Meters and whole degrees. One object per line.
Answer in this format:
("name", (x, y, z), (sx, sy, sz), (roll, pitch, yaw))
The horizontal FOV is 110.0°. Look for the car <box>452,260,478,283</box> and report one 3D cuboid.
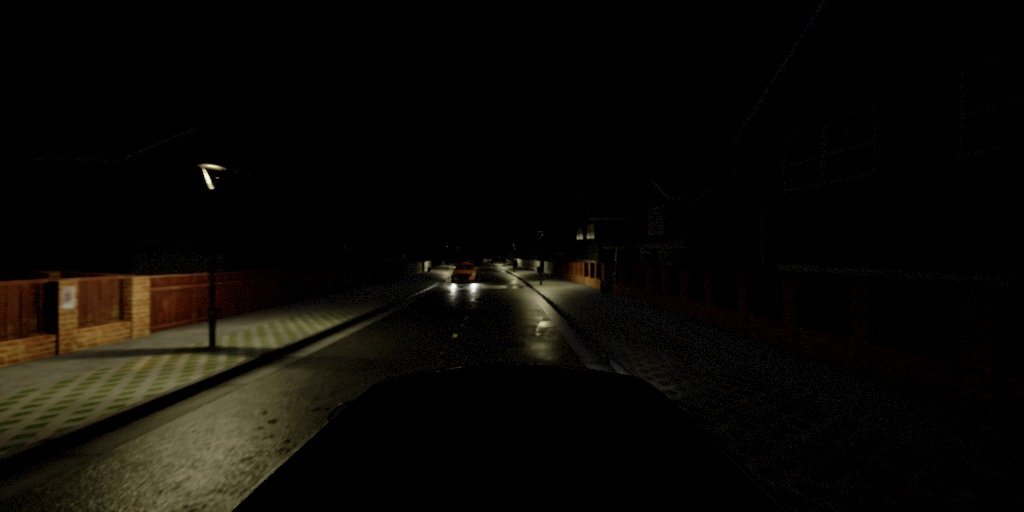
("car", (-3.903, 1.361, 29.903), (1.882, 1.535, 5.008), (0, 0, -4))
